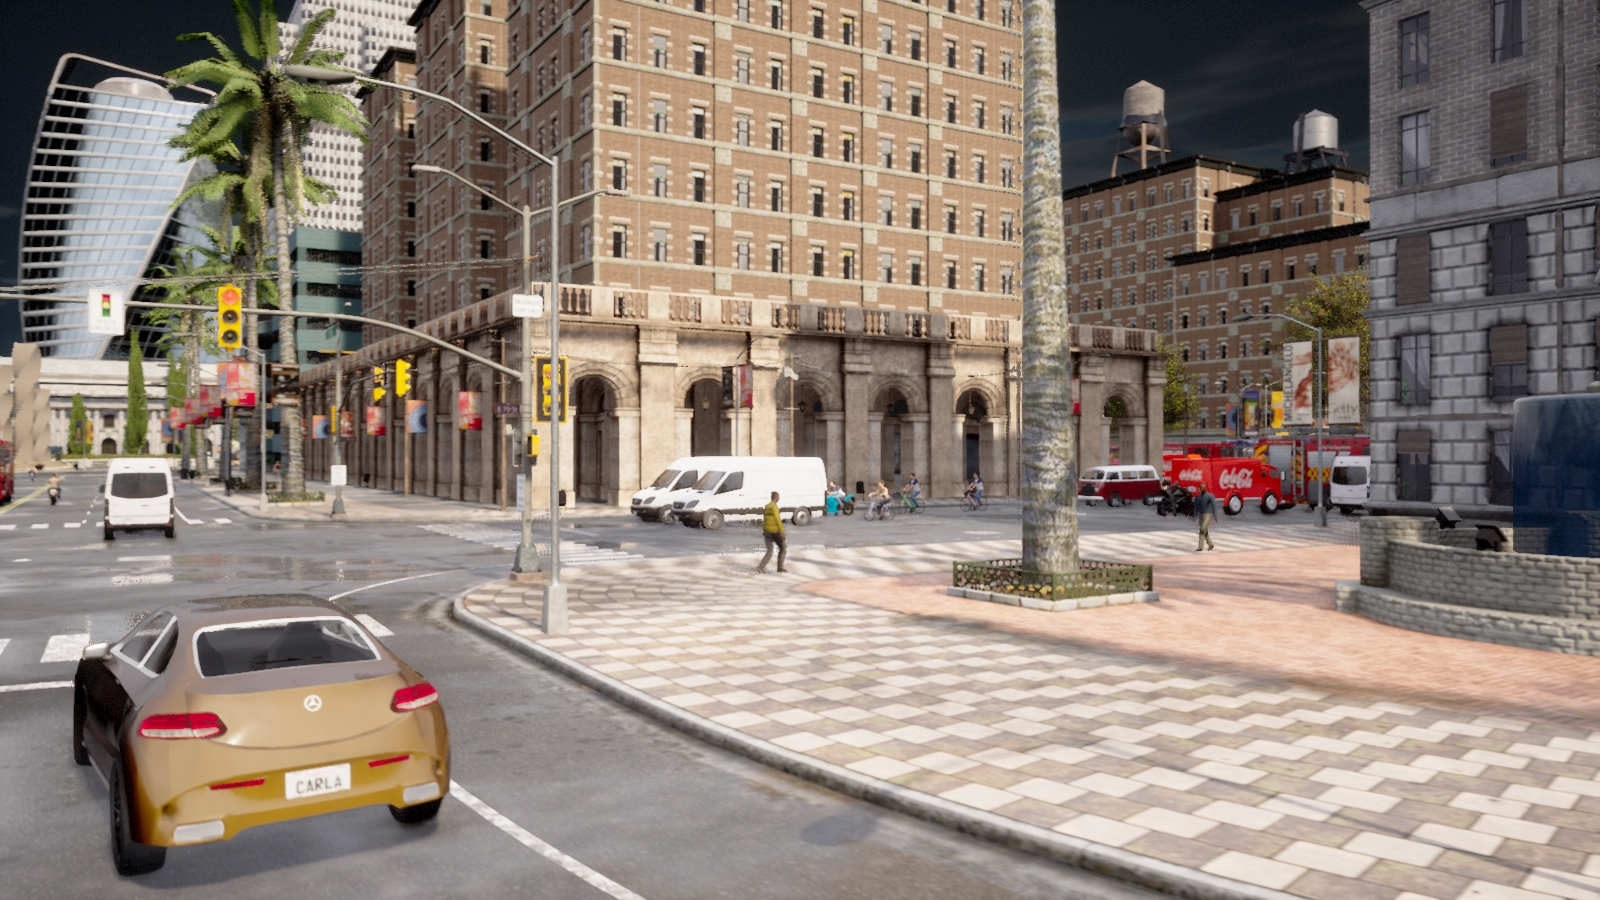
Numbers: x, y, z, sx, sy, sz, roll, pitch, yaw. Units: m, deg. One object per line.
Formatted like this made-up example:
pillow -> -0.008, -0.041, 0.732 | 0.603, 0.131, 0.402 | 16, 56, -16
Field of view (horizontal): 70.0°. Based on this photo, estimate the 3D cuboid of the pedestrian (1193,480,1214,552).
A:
pedestrian -> 10.468, 1.702, 29.629 | 0.375, 1.860, 0.375 | 0, 0, -36

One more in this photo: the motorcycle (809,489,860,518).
motorcycle -> 1.461, 2.229, 48.233 | 2.033, 1.145, 0.803 | 0, 0, -31

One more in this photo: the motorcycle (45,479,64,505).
motorcycle -> -39.401, 2.206, 60.383 | 0.764, 1.277, 2.356 | 0, 0, -31

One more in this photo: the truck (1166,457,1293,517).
truck -> 19.055, 1.577, 50.657 | 5.204, 2.467, 2.627 | 0, 0, -31

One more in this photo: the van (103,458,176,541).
van -> -22.304, 1.556, 38.529 | 1.988, 2.561, 5.915 | 0, 0, -31

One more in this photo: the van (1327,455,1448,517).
van -> 26.175, 1.541, 50.844 | 5.915, 2.561, 1.988 | 0, 0, -31

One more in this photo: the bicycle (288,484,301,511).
bicycle -> -23.987, 2.234, 54.254 | 0.373, 1.196, 1.643 | 0, 0, -31

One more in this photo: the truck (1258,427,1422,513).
truck -> 25.850, 0.899, 54.519 | 8.468, 3.827, 2.891 | 0, 0, -31

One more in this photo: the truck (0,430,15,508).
truck -> -42.824, 0.927, 59.302 | 2.891, 3.827, 8.468 | 0, 0, -31

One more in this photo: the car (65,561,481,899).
car -> -4.591, 1.997, 9.404 | 2.152, 1.651, 5.027 | 0, 0, -36

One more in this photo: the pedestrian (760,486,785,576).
pedestrian -> -0.589, 1.705, 24.191 | 0.375, 1.860, 0.375 | 0, 0, -35

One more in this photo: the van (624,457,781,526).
van -> -3.795, 1.552, 45.097 | 5.915, 2.561, 1.988 | 0, 0, -31

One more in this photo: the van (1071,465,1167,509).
van -> 15.910, 1.793, 56.959 | 4.480, 2.038, 2.069 | 0, 0, -31

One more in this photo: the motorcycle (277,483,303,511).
motorcycle -> -24.336, 2.233, 54.534 | 0.867, 1.251, 2.209 | 0, 0, -31

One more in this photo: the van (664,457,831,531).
van -> -1.889, 1.550, 42.152 | 5.915, 2.561, 1.988 | 0, 0, -31

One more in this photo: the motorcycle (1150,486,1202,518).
motorcycle -> 16.074, 2.215, 48.855 | 2.209, 1.251, 0.867 | 0, 0, -31
